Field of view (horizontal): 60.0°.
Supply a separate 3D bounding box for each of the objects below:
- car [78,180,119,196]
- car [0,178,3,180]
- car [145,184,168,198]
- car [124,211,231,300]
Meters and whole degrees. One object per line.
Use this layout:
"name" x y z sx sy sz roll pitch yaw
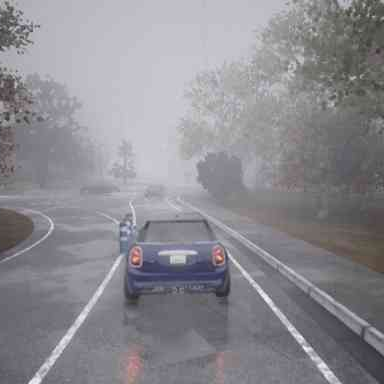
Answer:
"car" -10.801 -0.600 38.567 4.553 1.767 2.097 -2 5 -26
"car" -36.817 -2.202 60.116 1.895 1.301 4.718 2 4 19
"car" -3.808 -0.188 35.973 2.033 1.411 5.357 0 5 4
"car" -0.405 1.244 8.386 2.097 1.767 4.553 0 1 -4
